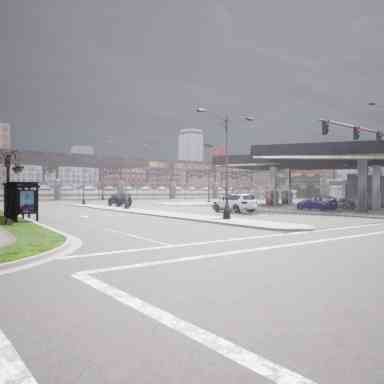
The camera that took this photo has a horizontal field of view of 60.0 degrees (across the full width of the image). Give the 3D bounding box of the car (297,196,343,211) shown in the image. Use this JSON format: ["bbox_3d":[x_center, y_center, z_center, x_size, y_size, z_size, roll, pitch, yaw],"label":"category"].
[{"bbox_3d":[14.343,1.295,38.345,2.242,1.667,4.611,0,0,-35],"label":"car"}]

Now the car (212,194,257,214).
[{"bbox_3d":[4.498,1.221,35.649,2.150,2.045,5.566,0,0,-34],"label":"car"}]

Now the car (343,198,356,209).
[{"bbox_3d":[18.617,1.456,42.259,1.970,1.475,3.806,0,0,-35],"label":"car"}]

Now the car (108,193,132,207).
[{"bbox_3d":[-11.347,1.222,52.236,2.150,2.045,5.566,0,0,-35],"label":"car"}]
